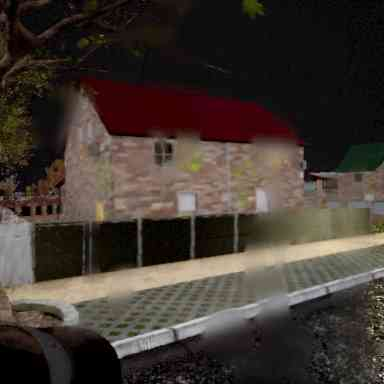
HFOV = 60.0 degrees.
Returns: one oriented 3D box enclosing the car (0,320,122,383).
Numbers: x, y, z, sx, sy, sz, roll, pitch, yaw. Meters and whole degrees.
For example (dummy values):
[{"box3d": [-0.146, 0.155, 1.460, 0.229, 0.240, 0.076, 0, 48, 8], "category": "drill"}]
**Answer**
[{"box3d": [-2.589, 1.508, 1.219, 4.892, 1.490, 1.837, 1, 0, -35], "category": "car"}]
